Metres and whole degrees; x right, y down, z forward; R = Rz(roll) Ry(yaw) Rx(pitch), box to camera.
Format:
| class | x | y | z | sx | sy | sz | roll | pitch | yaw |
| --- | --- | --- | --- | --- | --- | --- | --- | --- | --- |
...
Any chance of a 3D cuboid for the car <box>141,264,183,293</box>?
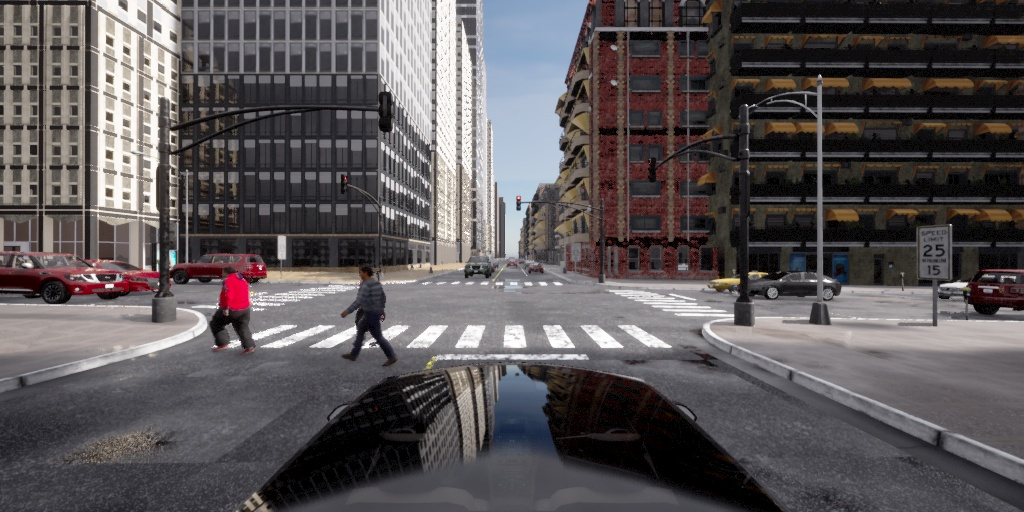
| class | x | y | z | sx | sy | sz | roll | pitch | yaw |
| --- | --- | --- | --- | --- | --- | --- | --- | --- | --- |
| car | -18.158 | 0.916 | 15.960 | 5.008 | 1.535 | 1.882 | 1 | 0 | 0 |

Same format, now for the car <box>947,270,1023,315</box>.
| class | x | y | z | sx | sy | sz | roll | pitch | yaw |
| --- | --- | --- | --- | --- | --- | --- | --- | --- | --- |
| car | 20.601 | 1.461 | 13.731 | 5.009 | 1.841 | 2.192 | 0 | 0 | 0 |

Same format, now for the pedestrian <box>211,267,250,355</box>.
| class | x | y | z | sx | sy | sz | roll | pitch | yaw |
| --- | --- | --- | --- | --- | --- | --- | --- | --- | --- |
| pedestrian | -5.613 | 1.044 | 7.165 | 0.375 | 1.860 | 0.375 | 0 | 0 | 0 |

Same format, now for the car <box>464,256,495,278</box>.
| class | x | y | z | sx | sy | sz | roll | pitch | yaw |
| --- | --- | --- | --- | --- | --- | --- | --- | --- | --- |
| car | -3.093 | 0.977 | 33.630 | 2.150 | 2.045 | 5.566 | 0 | 0 | 0 |

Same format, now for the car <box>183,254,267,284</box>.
| class | x | y | z | sx | sy | sz | roll | pitch | yaw |
| --- | --- | --- | --- | --- | --- | --- | --- | --- | --- |
| car | -17.706 | 0.776 | 21.753 | 5.009 | 1.841 | 2.192 | 0 | 0 | 0 |

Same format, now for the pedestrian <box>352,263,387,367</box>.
| class | x | y | z | sx | sy | sz | roll | pitch | yaw |
| --- | --- | --- | --- | --- | --- | --- | --- | --- | --- |
| pedestrian | -2.565 | 1.044 | 6.465 | 0.375 | 1.860 | 0.375 | 0 | 0 | 0 |

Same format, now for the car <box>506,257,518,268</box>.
| class | x | y | z | sx | sy | sz | roll | pitch | yaw |
| --- | --- | --- | --- | --- | --- | --- | --- | --- | --- |
| car | 0.013 | 1.298 | 63.911 | 1.812 | 1.442 | 4.674 | 0 | 0 | 0 |

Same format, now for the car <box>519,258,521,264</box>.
| class | x | y | z | sx | sy | sz | roll | pitch | yaw |
| --- | --- | --- | --- | --- | --- | --- | --- | --- | --- |
| car | 2.703 | 1.320 | 60.293 | 2.007 | 1.370 | 4.403 | 0 | 0 | 0 |

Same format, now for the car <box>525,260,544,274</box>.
| class | x | y | z | sx | sy | sz | roll | pitch | yaw |
| --- | --- | --- | --- | --- | --- | --- | --- | --- | --- |
| car | 2.749 | 1.341 | 41.728 | 1.802 | 1.307 | 4.207 | 0 | 0 | 0 |

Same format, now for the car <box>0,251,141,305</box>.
| class | x | y | z | sx | sy | sz | roll | pitch | yaw |
| --- | --- | --- | --- | --- | --- | --- | --- | --- | --- |
| car | -17.573 | 0.757 | 13.373 | 5.009 | 1.841 | 2.192 | 0 | 0 | 0 |

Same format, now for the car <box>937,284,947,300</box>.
| class | x | y | z | sx | sy | sz | roll | pitch | yaw |
| --- | --- | --- | --- | --- | --- | --- | --- | --- | --- |
| car | 26.020 | 1.784 | 19.534 | 4.674 | 1.442 | 1.812 | 1 | 0 | 0 |

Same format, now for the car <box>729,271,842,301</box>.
| class | x | y | z | sx | sy | sz | roll | pitch | yaw |
| --- | --- | --- | --- | --- | --- | --- | --- | --- | --- |
| car | 14.946 | 1.562 | 19.444 | 4.892 | 1.490 | 1.837 | 1 | 0 | 0 |

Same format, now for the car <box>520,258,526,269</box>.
| class | x | y | z | sx | sy | sz | roll | pitch | yaw |
| --- | --- | --- | --- | --- | --- | --- | --- | --- | --- |
| car | 2.701 | 1.317 | 54.645 | 2.007 | 1.370 | 4.403 | 0 | 0 | 0 |

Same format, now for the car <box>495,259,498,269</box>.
| class | x | y | z | sx | sy | sz | roll | pitch | yaw |
| --- | --- | --- | --- | --- | --- | --- | --- | --- | --- |
| car | -3.085 | 1.286 | 43.895 | 1.812 | 1.442 | 4.674 | 0 | 0 | 0 |

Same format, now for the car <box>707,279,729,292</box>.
| class | x | y | z | sx | sy | sz | roll | pitch | yaw |
| --- | --- | --- | --- | --- | --- | --- | --- | --- | --- |
| car | 14.634 | 1.587 | 22.028 | 4.829 | 1.417 | 1.751 | 0 | 0 | 0 |
